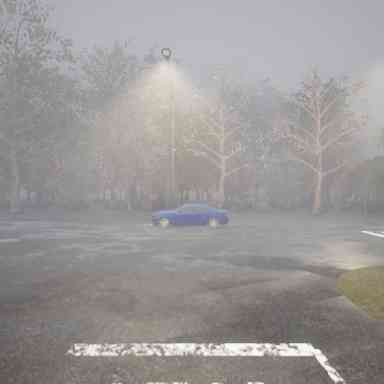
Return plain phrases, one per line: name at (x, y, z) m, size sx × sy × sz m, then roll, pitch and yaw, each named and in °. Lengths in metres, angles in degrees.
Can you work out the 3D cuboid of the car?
car at (-0.083, 1.518, 21.435) m, size 5.008 × 1.535 × 1.882 m, roll 0°, pitch 0°, yaw 0°
